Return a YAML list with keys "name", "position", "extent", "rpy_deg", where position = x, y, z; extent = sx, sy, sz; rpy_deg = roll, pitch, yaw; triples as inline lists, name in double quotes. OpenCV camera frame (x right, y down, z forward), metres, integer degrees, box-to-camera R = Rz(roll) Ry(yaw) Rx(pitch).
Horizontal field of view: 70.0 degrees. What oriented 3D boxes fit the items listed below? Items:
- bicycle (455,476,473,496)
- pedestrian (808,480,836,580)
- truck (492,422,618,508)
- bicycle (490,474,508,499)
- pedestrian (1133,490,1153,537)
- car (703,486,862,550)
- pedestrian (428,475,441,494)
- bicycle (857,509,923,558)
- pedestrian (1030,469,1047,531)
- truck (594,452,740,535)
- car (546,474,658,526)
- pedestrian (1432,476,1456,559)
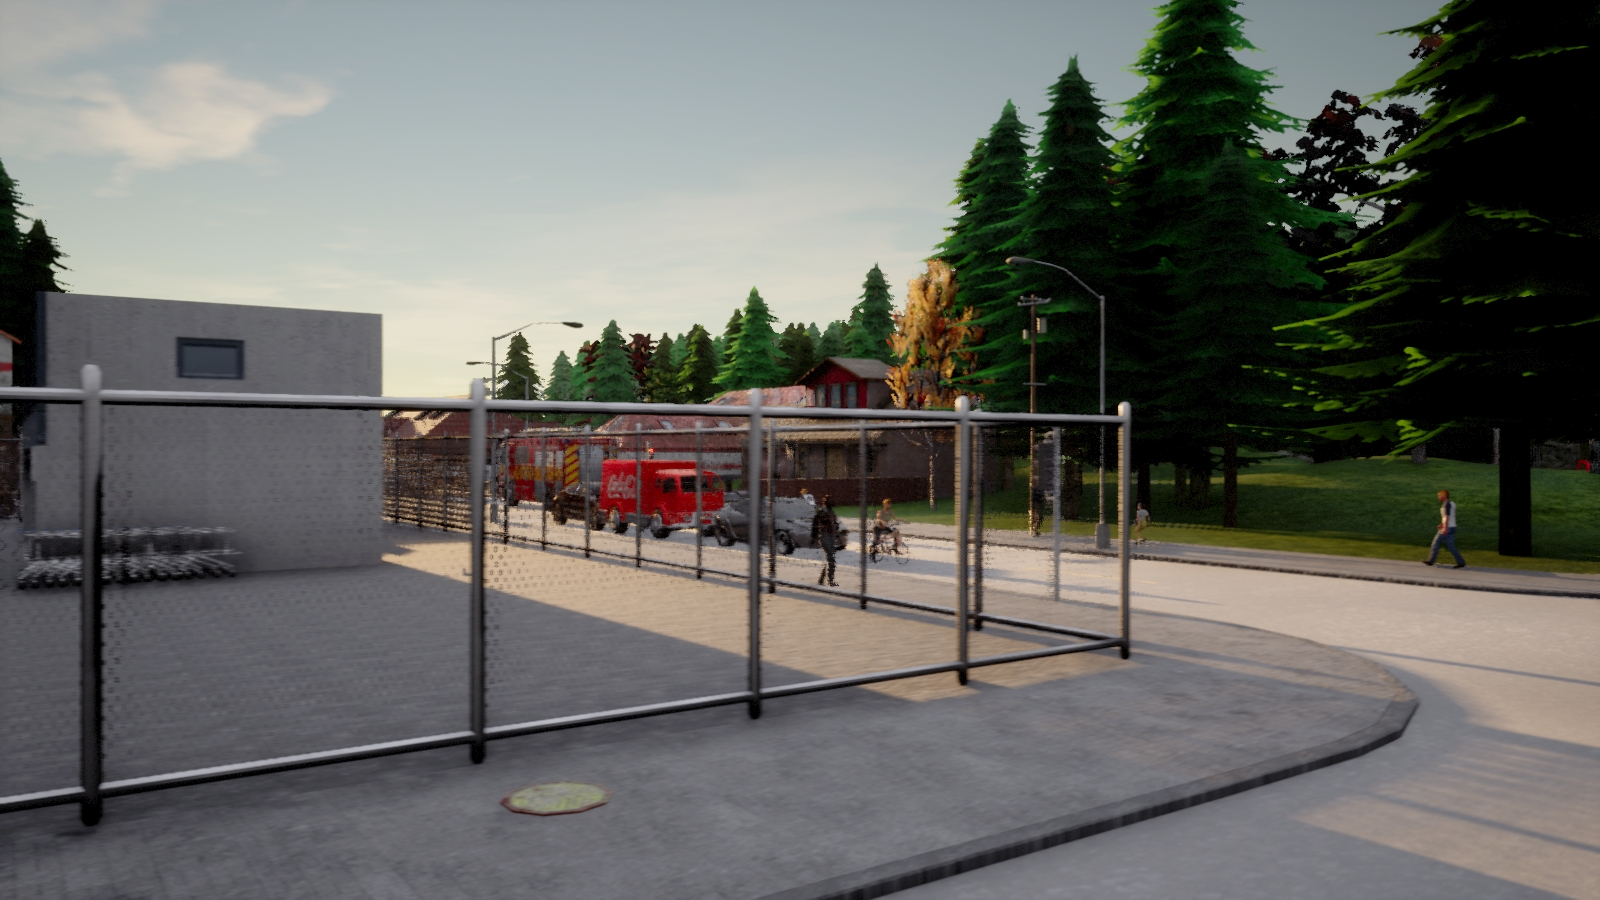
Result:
- name: "bicycle"
  position: [-18.878, 2.034, 64.181]
  extent: [0.859, 1.080, 1.487]
  rpy_deg: [0, 0, -19]
- name: "pedestrian"
  position: [0.414, 1.515, 21.756]
  extent: [0.375, 1.860, 0.375]
  rpy_deg: [0, 0, -42]
- name: "truck"
  position: [-12.042, 0.669, 55.473]
  extent: [2.891, 3.827, 8.468]
  rpy_deg: [0, 0, -35]
- name: "bicycle"
  position: [-16.191, 1.938, 61.354]
  extent: [0.329, 1.271, 1.835]
  rpy_deg: [0, 0, -35]
- name: "pedestrian"
  position: [9.787, 1.803, 32.599]
  extent: [0.375, 1.300, 0.375]
  rpy_deg: [0, 0, -34]
- name: "car"
  position: [-0.591, 1.841, 32.119]
  extent: [2.163, 1.488, 4.792]
  rpy_deg: [0, 0, -35]
- name: "pedestrian"
  position: [-21.159, 2.007, 66.180]
  extent: [0.500, 1.100, 0.500]
  rpy_deg: [0, 0, 20]
- name: "bicycle"
  position: [2.211, 2.034, 28.117]
  extent: [0.859, 1.080, 1.487]
  rpy_deg: [0, 0, -35]
- name: "pedestrian"
  position: [7.287, 1.522, 34.926]
  extent: [0.375, 1.860, 0.375]
  rpy_deg: [0, 0, -42]
- name: "truck"
  position: [-4.472, 1.338, 37.690]
  extent: [2.627, 2.467, 5.204]
  rpy_deg: [0, 0, -35]
- name: "car"
  position: [-7.318, 1.773, 41.845]
  extent: [2.152, 1.651, 5.027]
  rpy_deg: [0, 0, -34]
- name: "pedestrian"
  position: [14.642, 1.522, 25.967]
  extent: [0.375, 1.860, 0.375]
  rpy_deg: [0, 0, -41]
